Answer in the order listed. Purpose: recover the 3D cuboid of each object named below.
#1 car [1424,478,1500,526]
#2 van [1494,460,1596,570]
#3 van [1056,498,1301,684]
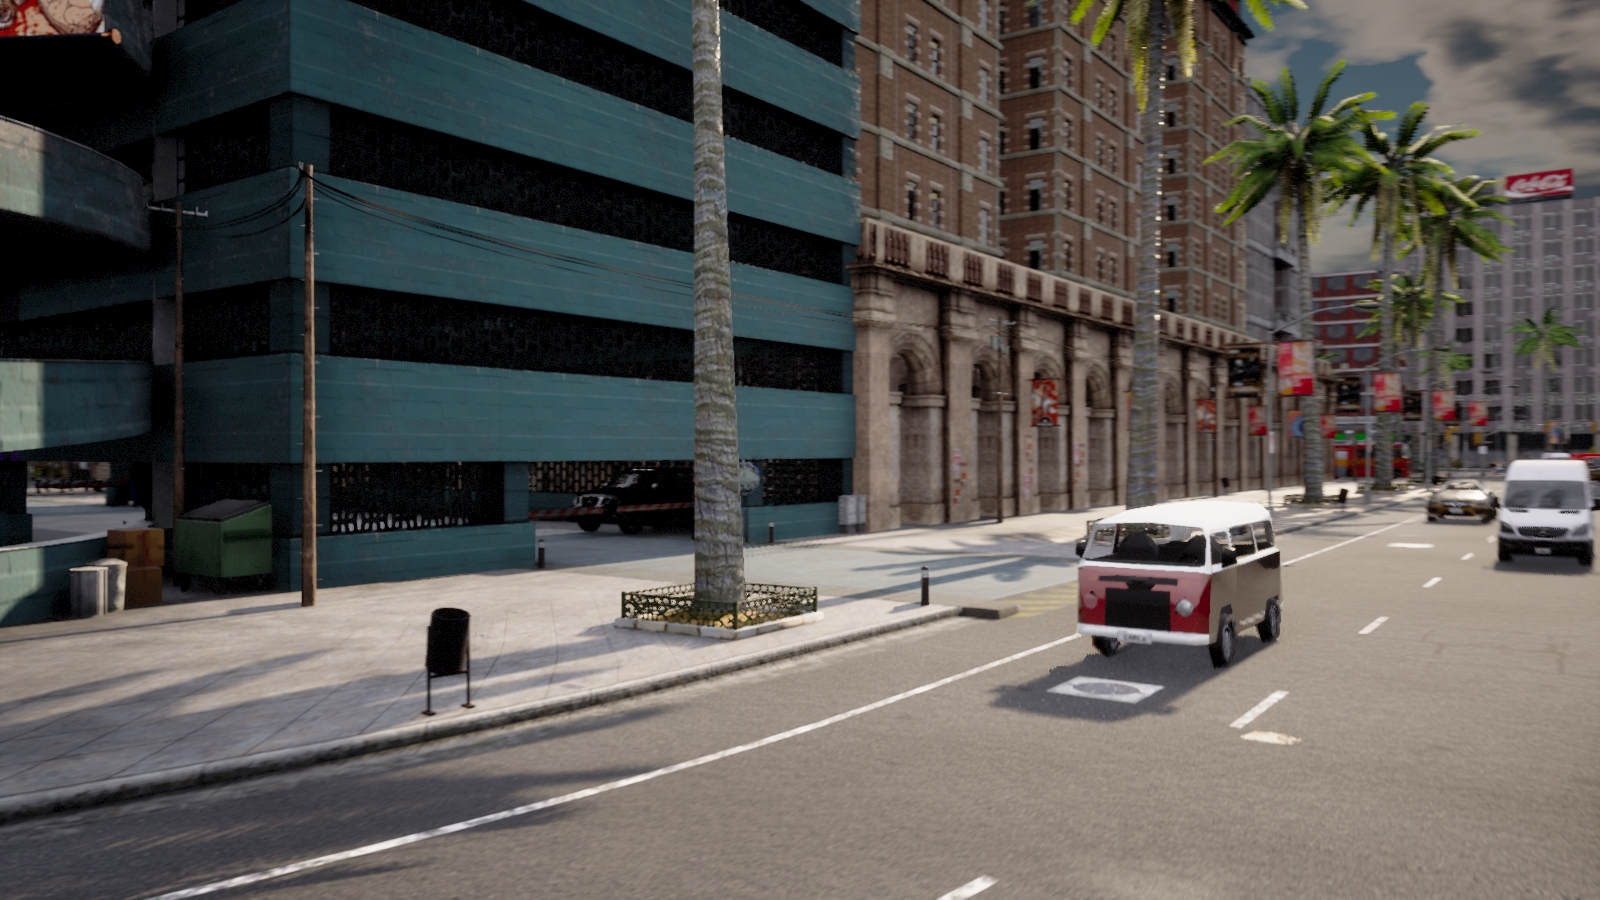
[{"bbox_3d":[26.430,2.021,45.560,2.152,1.651,5.027,0,0,35],"label":"car"},{"bbox_3d":[19.533,1.552,29.839,1.988,2.561,5.915,0,0,35],"label":"van"},{"bbox_3d":[5.485,1.796,16.154,2.069,2.038,4.480,0,0,35],"label":"van"}]
